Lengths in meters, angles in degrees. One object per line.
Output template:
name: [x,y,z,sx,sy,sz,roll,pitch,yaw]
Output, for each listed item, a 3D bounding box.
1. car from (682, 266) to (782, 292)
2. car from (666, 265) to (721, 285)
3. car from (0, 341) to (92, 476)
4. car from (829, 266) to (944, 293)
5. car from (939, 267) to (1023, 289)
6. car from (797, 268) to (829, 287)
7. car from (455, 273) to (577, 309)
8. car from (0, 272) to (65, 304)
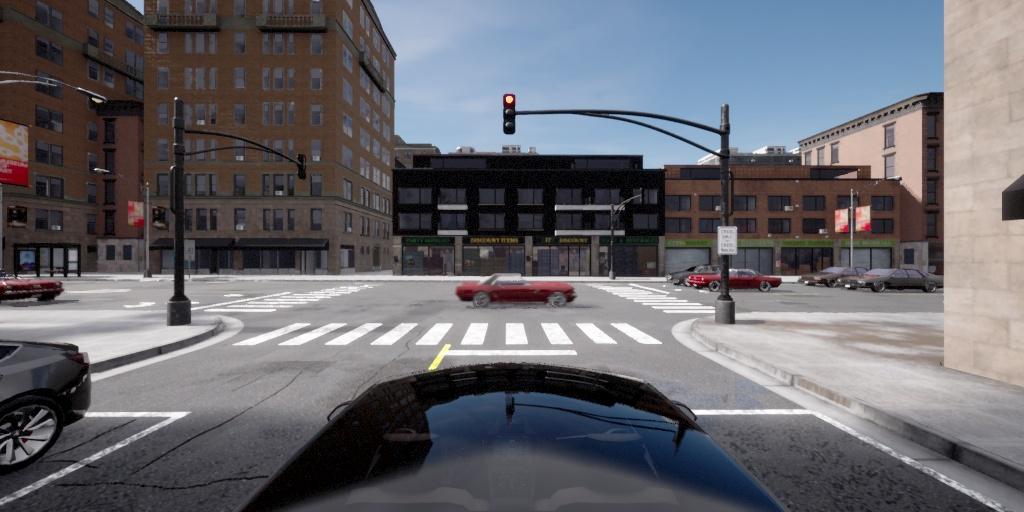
car: [13.071,1.424,21.323,4.718,1.301,1.895,0,0,-1]
car: [13.161,1.329,24.573,4.892,1.490,1.837,0,0,-1]
car: [-5.388,1.316,2.073,1.948,1.339,4.313,0,0,-1]
car: [22.718,1.421,21.451,5.357,1.411,2.033,0,0,-1]
car: [32.829,1.492,24.831,4.181,1.385,1.994,0,0,-1]
car: [22.905,1.422,24.707,5.357,1.411,2.033,0,0,-1]
car: [0.179,1.359,14.447,4.718,1.301,1.895,0,0,-1]
car: [-21.003,1.257,14.161,4.718,1.301,1.895,0,0,-1]
